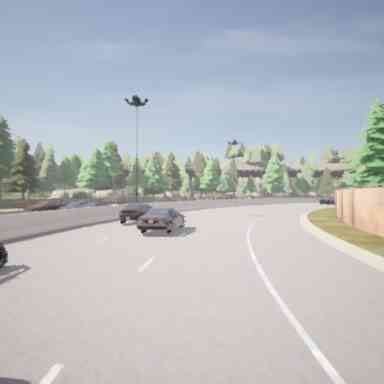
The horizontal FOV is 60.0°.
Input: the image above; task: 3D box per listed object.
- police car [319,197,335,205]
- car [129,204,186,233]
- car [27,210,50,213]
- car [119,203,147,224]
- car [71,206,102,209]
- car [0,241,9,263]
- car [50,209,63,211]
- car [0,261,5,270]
[{"bbox_3d":[26.752,1.724,65.327,1.930,1.638,5.238,0,0,45],"label":"police car"},{"bbox_3d":[-1.728,1.642,20.228,2.033,1.411,5.357,0,0,11],"label":"car"},{"bbox_3d":[-15.817,1.648,36.289,1.882,1.535,5.008,0,0,18],"label":"car"},{"bbox_3d":[-4.010,1.626,25.973,1.837,1.490,4.892,0,0,13],"label":"car"},{"bbox_3d":[-9.672,1.700,32.721,2.033,1.411,5.357,0,0,17],"label":"car"},{"bbox_3d":[-6.632,1.604,8.416,1.994,1.385,4.181,0,0,3],"label":"car"},{"bbox_3d":[-12.316,1.715,35.926,2.033,1.411,5.357,0,0,18],"label":"car"},{"bbox_3d":[-3.372,1.574,2.046,1.994,1.385,4.181,0,0,0],"label":"car"}]
